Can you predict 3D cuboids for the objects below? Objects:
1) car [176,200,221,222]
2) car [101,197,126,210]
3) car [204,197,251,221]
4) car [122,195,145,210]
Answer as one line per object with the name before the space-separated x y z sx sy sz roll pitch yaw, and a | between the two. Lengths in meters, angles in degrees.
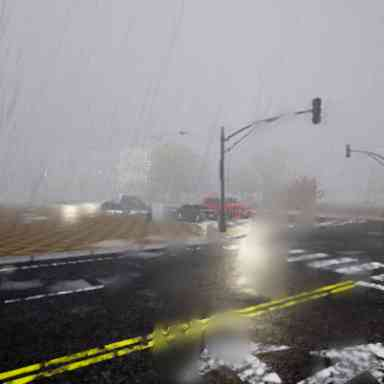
car | 0.403 1.786 29.490 1.837 1.490 4.892 0 0 -33
car | -11.642 1.875 48.050 1.994 1.385 4.181 0 0 -33
car | 3.077 1.487 31.309 2.150 2.045 5.566 0 0 -34
car | -8.976 1.517 49.913 2.150 2.045 5.566 0 0 -33
